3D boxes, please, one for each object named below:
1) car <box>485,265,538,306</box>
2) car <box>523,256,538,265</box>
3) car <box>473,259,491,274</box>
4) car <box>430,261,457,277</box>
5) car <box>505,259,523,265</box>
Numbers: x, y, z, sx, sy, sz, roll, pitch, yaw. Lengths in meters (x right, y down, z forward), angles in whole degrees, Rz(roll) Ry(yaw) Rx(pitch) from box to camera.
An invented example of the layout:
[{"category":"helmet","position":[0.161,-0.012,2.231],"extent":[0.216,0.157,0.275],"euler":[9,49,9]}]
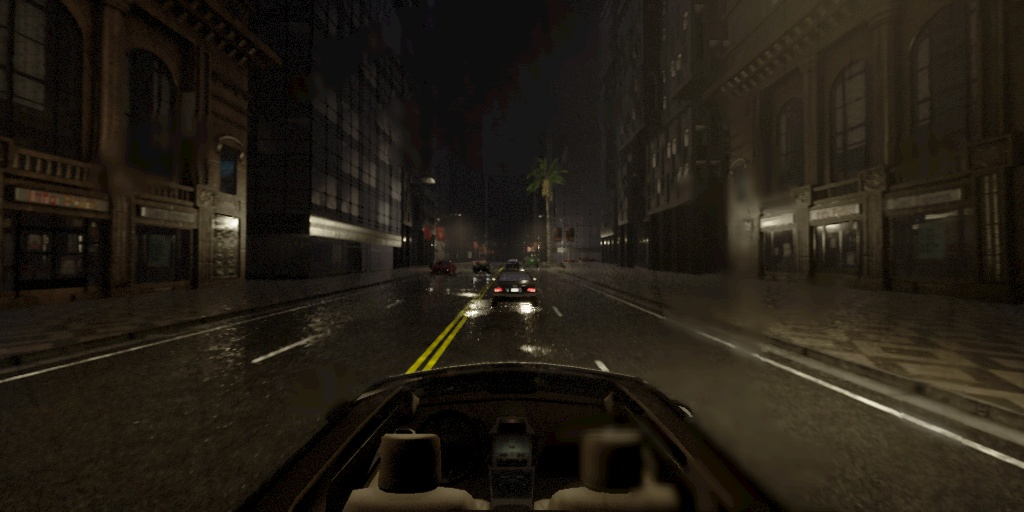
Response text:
[{"category":"car","position":[0.103,1.292,15.630],"extent":[2.033,1.411,5.357],"euler":[0,0,0]},{"category":"car","position":[3.354,0.937,61.929],"extent":[2.150,2.045,5.566],"euler":[0,0,0]},{"category":"car","position":[-3.333,1.309,40.594],"extent":[1.895,1.301,4.718],"euler":[0,0,0]},{"category":"car","position":[-6.590,1.191,34.944],"extent":[1.882,1.535,5.008],"euler":[0,0,0]},{"category":"car","position":[0.104,1.198,50.405],"extent":[2.128,1.511,4.902],"euler":[0,0,0]}]
